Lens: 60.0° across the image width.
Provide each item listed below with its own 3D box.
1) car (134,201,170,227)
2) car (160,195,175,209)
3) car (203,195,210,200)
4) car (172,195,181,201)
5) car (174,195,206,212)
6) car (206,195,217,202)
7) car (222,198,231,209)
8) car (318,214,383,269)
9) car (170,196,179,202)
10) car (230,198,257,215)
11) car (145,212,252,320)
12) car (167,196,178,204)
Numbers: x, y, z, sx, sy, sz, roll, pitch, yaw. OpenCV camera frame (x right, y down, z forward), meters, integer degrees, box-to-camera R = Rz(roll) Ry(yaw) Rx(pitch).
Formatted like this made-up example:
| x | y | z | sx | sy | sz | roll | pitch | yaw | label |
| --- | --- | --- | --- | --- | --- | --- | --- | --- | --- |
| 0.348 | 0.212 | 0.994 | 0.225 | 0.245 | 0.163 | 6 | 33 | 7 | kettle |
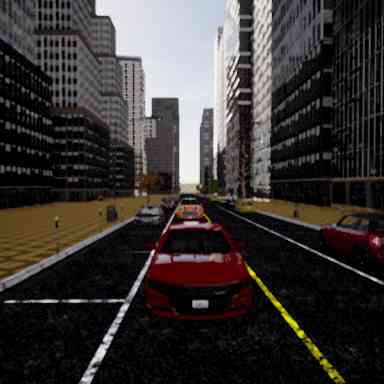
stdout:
| x | y | z | sx | sy | sz | roll | pitch | yaw | label |
| --- | --- | --- | --- | --- | --- | --- | --- | --- | --- |
| -2.798 | 1.523 | 22.276 | 2.008 | 1.369 | 4.403 | -1 | 0 | -1 | car |
| -3.217 | 1.392 | 44.772 | 1.967 | 1.590 | 4.097 | -1 | 0 | -1 | car |
| 4.227 | 1.512 | 95.543 | 1.802 | 1.307 | 4.206 | -1 | 0 | -1 | car |
| -3.944 | 1.484 | 84.140 | 2.008 | 1.369 | 4.403 | -1 | 0 | -1 | car |
| -0.189 | 1.318 | 27.338 | 2.097 | 1.767 | 4.553 | 0 | 0 | -1 | car |
| 4.639 | 1.460 | 73.216 | 1.752 | 1.417 | 4.829 | -1 | 0 | -1 | car |
| 5.164 | 1.515 | 44.927 | 1.947 | 1.339 | 4.313 | -1 | 0 | -1 | car |
| 5.787 | 1.424 | 11.183 | 1.967 | 1.590 | 4.097 | -1 | 0 | -1 | car |
| -3.735 | 1.519 | 72.892 | 1.802 | 1.307 | 4.206 | -1 | 0 | -1 | car |
| 5.369 | 1.484 | 33.850 | 1.752 | 1.417 | 4.829 | -1 | 0 | -1 | car |
| 0.076 | 1.467 | 7.672 | 1.882 | 1.535 | 5.008 | 0 | 0 | -1 | car |
| -3.527 | 1.486 | 61.644 | 1.887 | 1.381 | 4.507 | -1 | 0 | -1 | car |
